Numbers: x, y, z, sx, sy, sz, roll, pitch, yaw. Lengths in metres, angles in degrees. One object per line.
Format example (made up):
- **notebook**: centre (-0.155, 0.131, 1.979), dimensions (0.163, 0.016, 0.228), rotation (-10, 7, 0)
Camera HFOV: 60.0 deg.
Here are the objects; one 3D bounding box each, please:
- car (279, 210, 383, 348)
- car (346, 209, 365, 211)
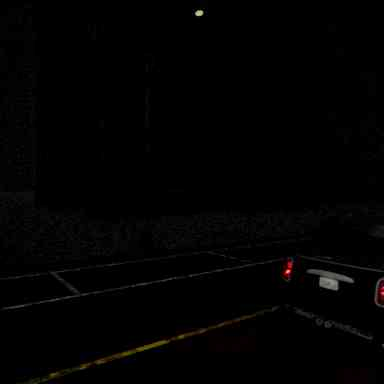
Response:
- **car**: centre (3.726, 1.353, 6.092), dimensions (4.553, 1.767, 2.097), rotation (0, 0, -36)
- **car**: centre (8.034, 1.546, 16.252), dimensions (4.507, 1.381, 1.887), rotation (0, 0, -35)
